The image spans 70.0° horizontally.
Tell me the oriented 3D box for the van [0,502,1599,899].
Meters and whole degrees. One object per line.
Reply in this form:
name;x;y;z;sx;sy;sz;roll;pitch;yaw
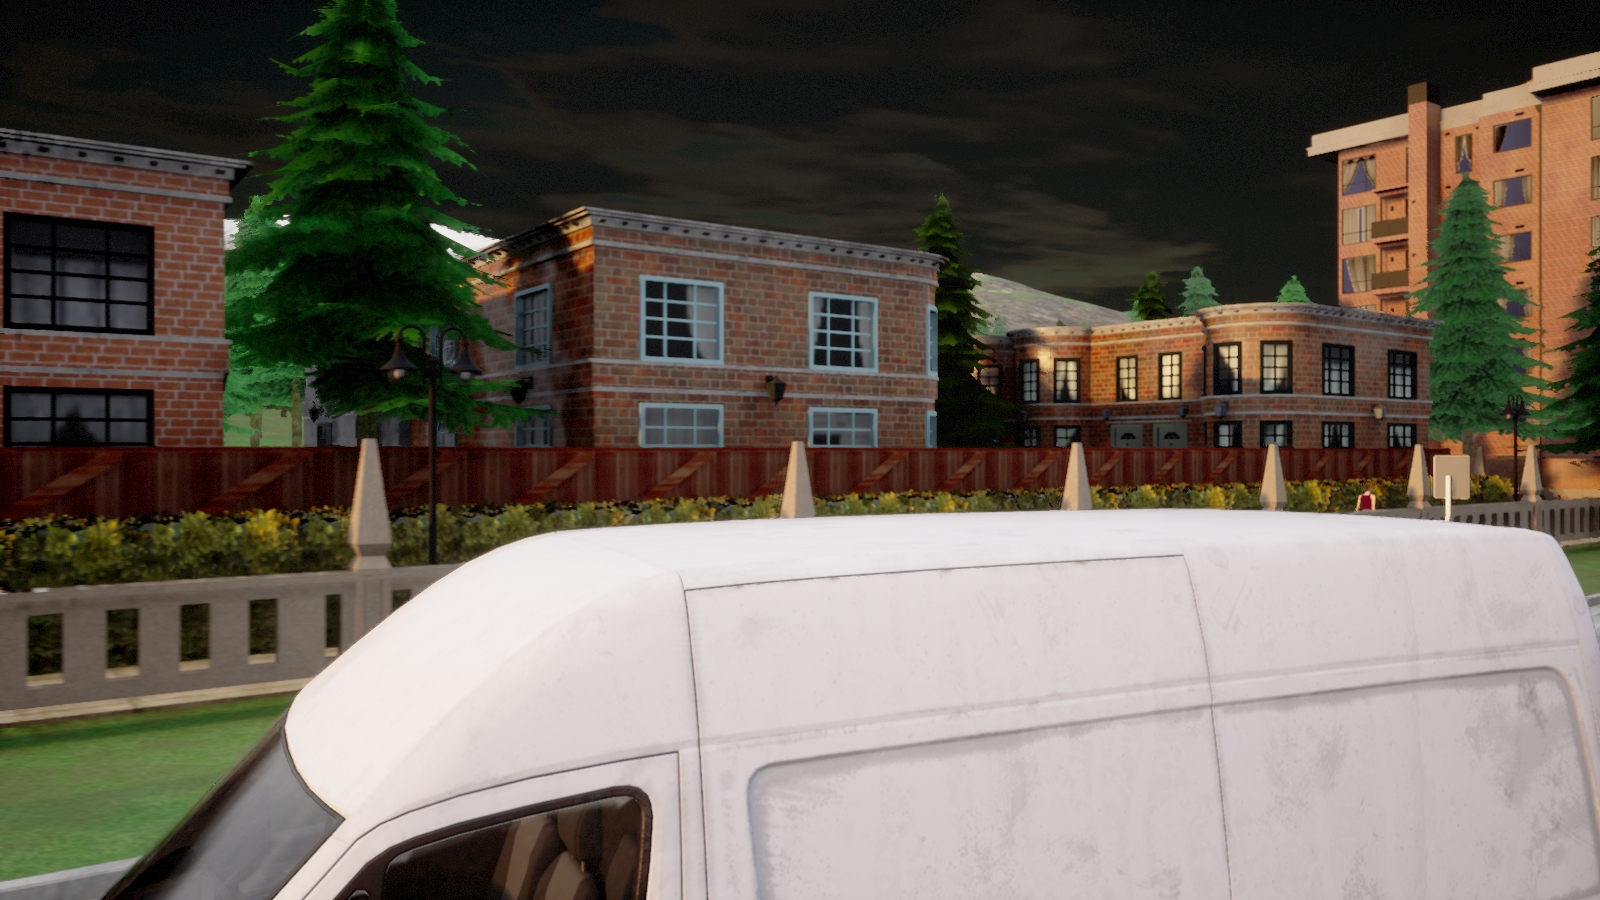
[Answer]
van;-0.093;1.536;3.602;5.915;2.561;1.988;0;0;-24

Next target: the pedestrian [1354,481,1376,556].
pedestrian;14.181;1.707;28.684;0.375;1.860;0.375;0;0;-35
